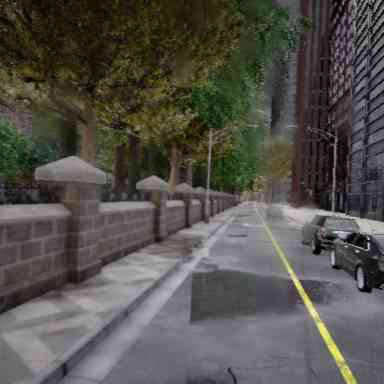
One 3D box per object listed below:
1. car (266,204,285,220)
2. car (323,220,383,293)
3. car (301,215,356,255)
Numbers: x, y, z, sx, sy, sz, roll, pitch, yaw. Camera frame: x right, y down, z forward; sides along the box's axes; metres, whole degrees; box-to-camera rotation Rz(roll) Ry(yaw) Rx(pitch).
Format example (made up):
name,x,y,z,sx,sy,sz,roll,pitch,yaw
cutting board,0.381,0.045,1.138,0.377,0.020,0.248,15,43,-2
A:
name,x,y,z,sx,sy,sz,roll,pitch,yaw
car,9.706,2.451,39.053,2.033,1.411,5.357,3,-1,11
car,5.451,1.884,9.730,1.837,1.490,4.892,3,-1,10
car,6.488,1.843,15.611,2.097,1.767,4.553,3,-1,10
